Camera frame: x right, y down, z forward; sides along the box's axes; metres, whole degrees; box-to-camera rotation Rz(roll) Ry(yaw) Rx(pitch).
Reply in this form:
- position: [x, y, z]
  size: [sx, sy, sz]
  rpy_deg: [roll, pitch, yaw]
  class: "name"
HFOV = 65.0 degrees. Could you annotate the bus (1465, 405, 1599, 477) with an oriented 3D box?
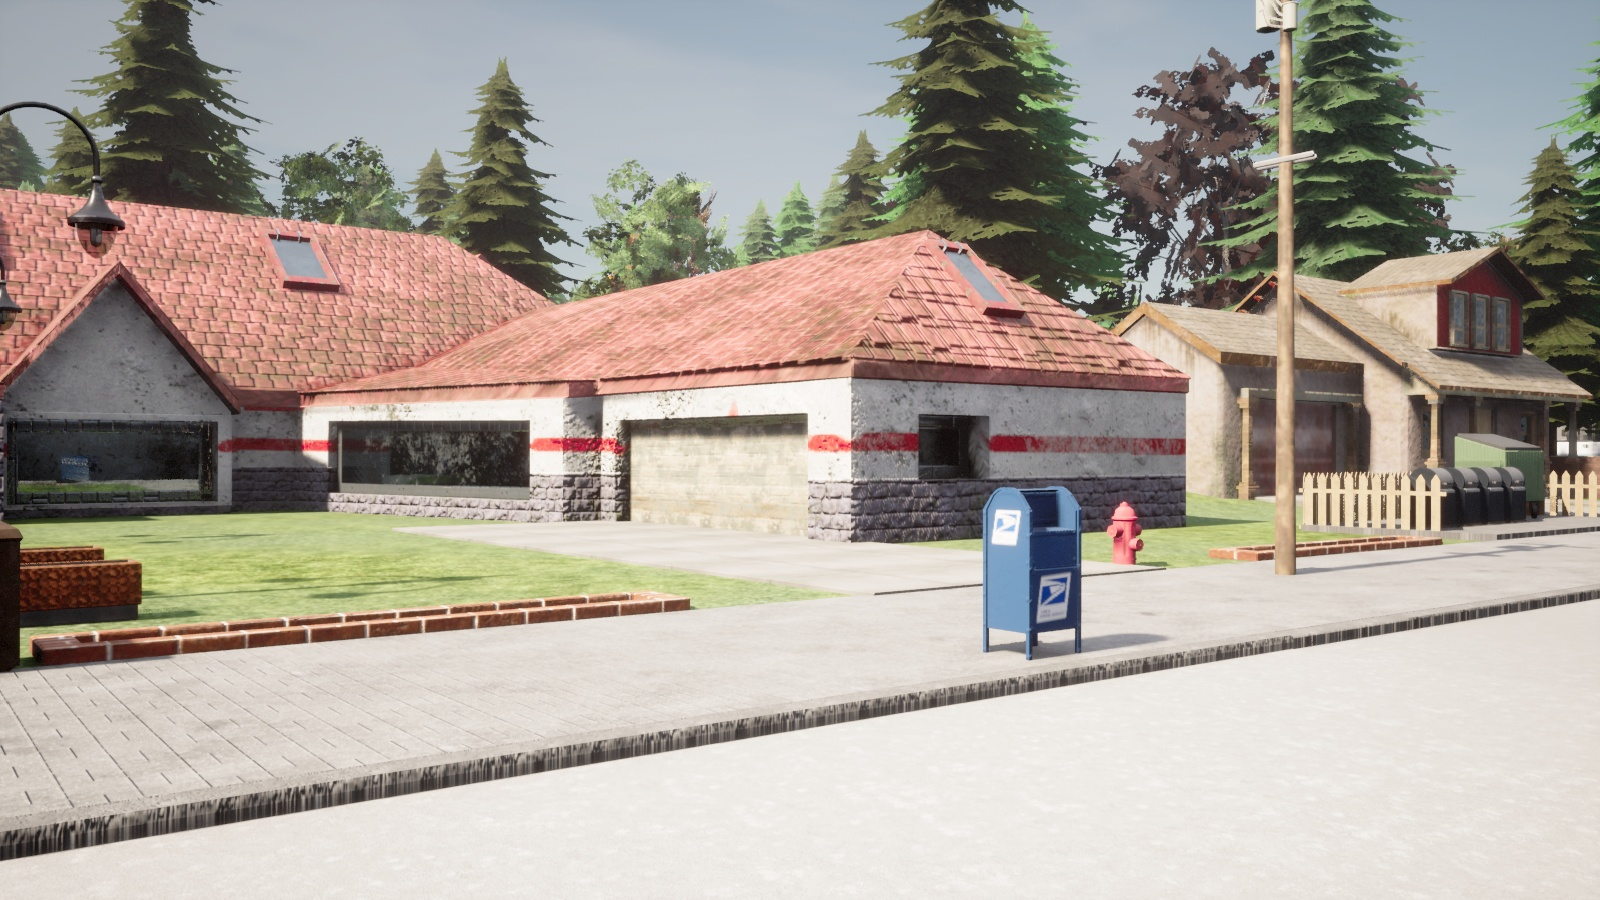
- position: [47.497, -0.542, 77.922]
  size: [3.944, 4.253, 10.273]
  rpy_deg: [0, 0, -37]
  class: "bus"
